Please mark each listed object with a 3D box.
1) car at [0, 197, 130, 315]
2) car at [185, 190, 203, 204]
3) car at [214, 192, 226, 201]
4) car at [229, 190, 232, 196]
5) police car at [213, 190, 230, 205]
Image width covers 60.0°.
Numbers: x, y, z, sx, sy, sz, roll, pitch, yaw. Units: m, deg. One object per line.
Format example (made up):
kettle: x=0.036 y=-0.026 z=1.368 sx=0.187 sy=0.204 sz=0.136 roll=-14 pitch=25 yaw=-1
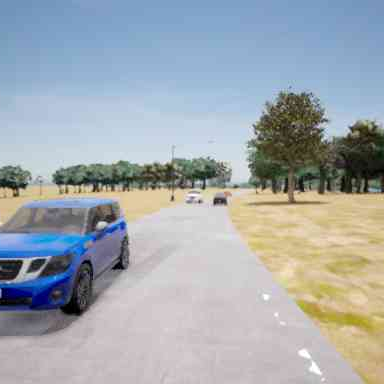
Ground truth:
car: x=-2.972 y=1.177 z=7.825 sx=2.150 sy=2.045 sz=5.566 roll=0 pitch=0 yaw=1
car: x=0.365 y=0.673 z=50.500 sx=2.150 sy=2.045 sz=5.566 roll=0 pitch=1 yaw=8
car: x=5.312 y=0.731 z=63.064 sx=1.882 sy=1.535 sz=5.008 roll=0 pitch=1 yaw=10
car: x=8.830 y=0.242 z=81.696 sx=1.882 sy=1.535 sz=5.008 roll=0 pitch=1 yaw=12
police car: x=3.916 y=0.948 z=46.050 sx=1.930 sy=1.638 sz=5.238 roll=0 pitch=1 yaw=7
